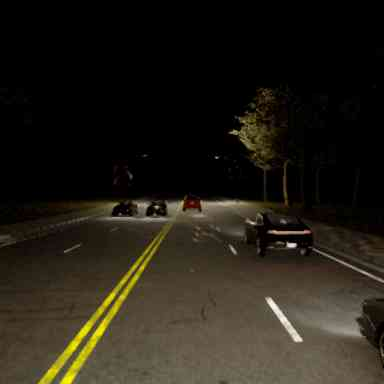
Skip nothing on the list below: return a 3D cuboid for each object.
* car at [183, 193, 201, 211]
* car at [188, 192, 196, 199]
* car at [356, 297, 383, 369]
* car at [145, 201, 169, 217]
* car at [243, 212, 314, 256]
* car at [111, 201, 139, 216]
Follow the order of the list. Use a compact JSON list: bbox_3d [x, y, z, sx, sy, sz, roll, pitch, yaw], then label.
[{"bbox_3d":[0.002,1.328,40.990,2.097,1.767,4.553,0,1,0],"label":"car"},{"bbox_3d":[0.006,0.813,78.287,2.033,1.411,5.357,0,1,0],"label":"car"},{"bbox_3d":[3.250,1.556,2.269,2.033,1.411,5.357,0,0,0],"label":"car"},{"bbox_3d":[-3.289,1.603,32.334,2.033,1.411,5.357,0,0,1],"label":"car"},{"bbox_3d":[3.251,1.541,13.269,2.128,1.511,4.902,0,0,0],"label":"car"},{"bbox_3d":[-6.532,1.599,33.037,2.033,1.411,5.357,0,0,1],"label":"car"}]
